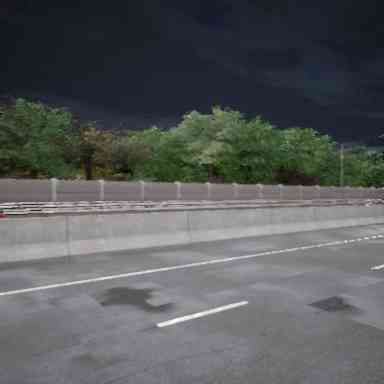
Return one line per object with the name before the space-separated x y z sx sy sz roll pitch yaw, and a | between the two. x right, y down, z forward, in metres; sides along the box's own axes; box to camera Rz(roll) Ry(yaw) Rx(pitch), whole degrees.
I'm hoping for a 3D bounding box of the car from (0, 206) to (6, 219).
car | -10.710 1.221 13.549 5.566 2.045 2.150 0 0 -35
